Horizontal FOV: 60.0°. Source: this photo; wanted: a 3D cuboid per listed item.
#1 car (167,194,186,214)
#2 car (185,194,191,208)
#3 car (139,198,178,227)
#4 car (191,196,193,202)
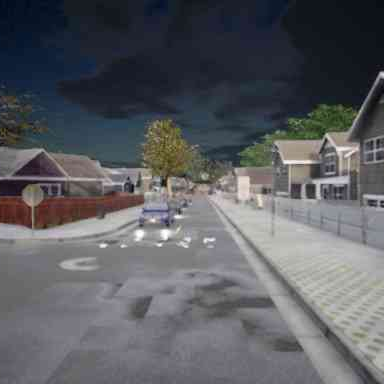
[{"bbox_3d":[-1.849,1.256,31.467,1.837,1.490,4.892,0,0,2],"label":"car"},{"bbox_3d":[-1.537,1.246,41.539,1.994,1.385,4.181,0,0,1],"label":"car"},{"bbox_3d":[-2.160,1.352,21.288,1.812,1.442,4.674,0,0,2],"label":"car"},{"bbox_3d":[-0.958,1.146,57.418,1.812,1.442,4.674,0,0,2],"label":"car"}]
